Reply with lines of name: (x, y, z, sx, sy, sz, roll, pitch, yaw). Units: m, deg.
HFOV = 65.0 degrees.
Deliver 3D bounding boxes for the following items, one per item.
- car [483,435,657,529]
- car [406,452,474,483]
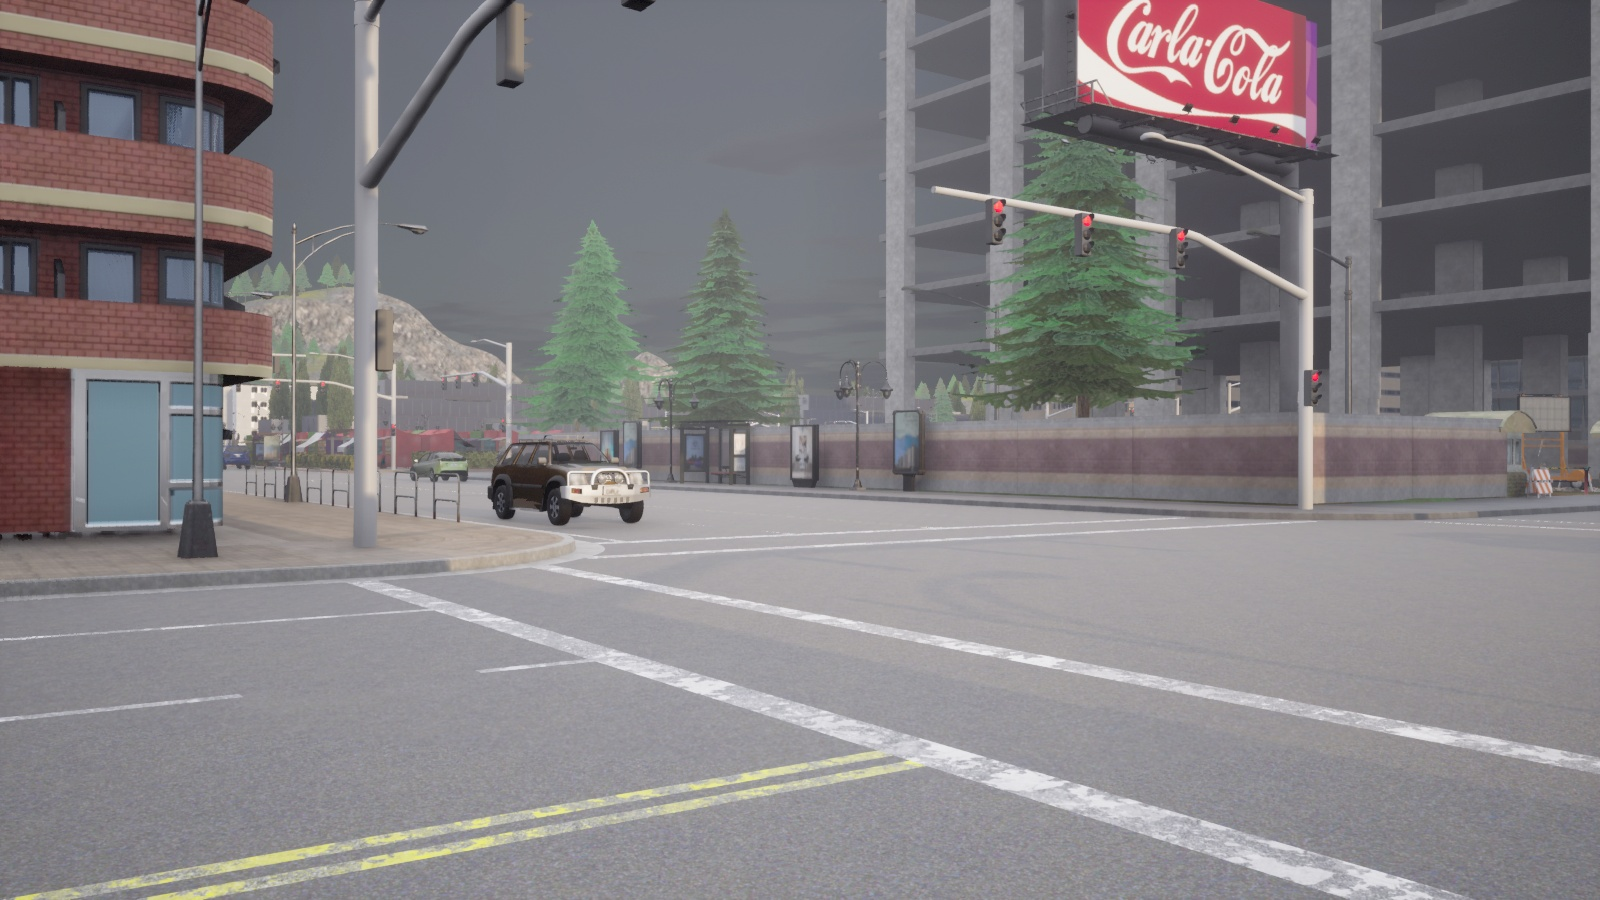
car: (-5.046, 0.638, 27.088, 1.932, 1.855, 4.605, 0, 0, -35)
car: (-18.486, 0.888, 64.403, 2.007, 1.525, 4.514, 0, 0, -35)
